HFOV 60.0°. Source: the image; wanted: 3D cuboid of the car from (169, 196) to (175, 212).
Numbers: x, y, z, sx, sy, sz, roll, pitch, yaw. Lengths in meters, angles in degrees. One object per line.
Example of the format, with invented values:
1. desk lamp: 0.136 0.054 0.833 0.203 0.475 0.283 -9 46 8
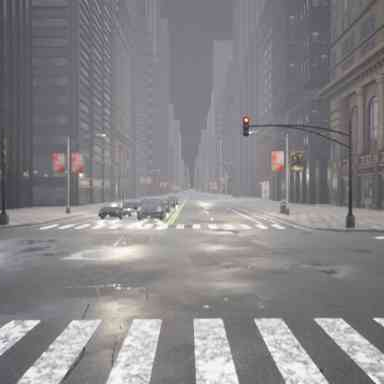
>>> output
1. car: -3.328 1.544 37.515 2.033 1.411 5.357 0 0 0

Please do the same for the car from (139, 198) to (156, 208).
1. car: -6.575 1.591 49.483 1.895 1.301 4.718 0 0 0

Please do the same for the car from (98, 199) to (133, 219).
1. car: -6.557 1.547 29.298 2.033 1.411 5.357 0 0 4

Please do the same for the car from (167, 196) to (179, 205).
1. car: -3.286 1.486 57.788 1.837 1.490 4.892 0 0 0

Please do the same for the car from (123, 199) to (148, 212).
1. car: -6.576 1.544 39.397 2.033 1.411 5.357 0 0 0

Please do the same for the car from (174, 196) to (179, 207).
1. car: -3.329 1.556 47.414 1.994 1.385 4.181 0 0 0

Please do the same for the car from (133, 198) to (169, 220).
1. car: -3.332 1.352 28.040 2.097 1.767 4.553 0 0 0
